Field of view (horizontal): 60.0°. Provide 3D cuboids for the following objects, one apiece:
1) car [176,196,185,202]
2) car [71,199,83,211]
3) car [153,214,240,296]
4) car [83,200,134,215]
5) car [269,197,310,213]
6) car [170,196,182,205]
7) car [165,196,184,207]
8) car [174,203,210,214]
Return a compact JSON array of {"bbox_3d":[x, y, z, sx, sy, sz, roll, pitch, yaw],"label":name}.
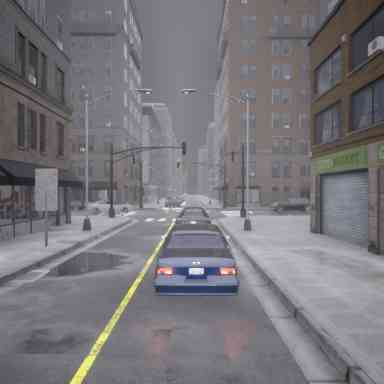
[{"bbox_3d":[-2.654,1.599,78.884,1.895,1.301,4.718,0,0,0],"label":"car"},{"bbox_3d":[-14.697,1.539,39.283,4.313,1.339,1.947,0,0,0],"label":"car"},{"bbox_3d":[0.094,1.547,8.807,2.033,1.411,5.357,0,0,0],"label":"car"},{"bbox_3d":[-8.351,1.526,34.098,4.674,1.442,1.812,0,0,-6],"label":"car"},{"bbox_3d":[10.886,1.353,36.679,4.553,1.767,2.097,0,0,0],"label":"car"},{"bbox_3d":[-2.758,1.526,58.567,1.812,1.442,4.674,0,0,0],"label":"car"},{"bbox_3d":[-2.810,1.351,49.838,2.097,1.767,4.553,0,0,1],"label":"car"},{"bbox_3d":[0.086,1.563,19.353,1.994,1.385,4.181,0,0,1],"label":"car"}]
